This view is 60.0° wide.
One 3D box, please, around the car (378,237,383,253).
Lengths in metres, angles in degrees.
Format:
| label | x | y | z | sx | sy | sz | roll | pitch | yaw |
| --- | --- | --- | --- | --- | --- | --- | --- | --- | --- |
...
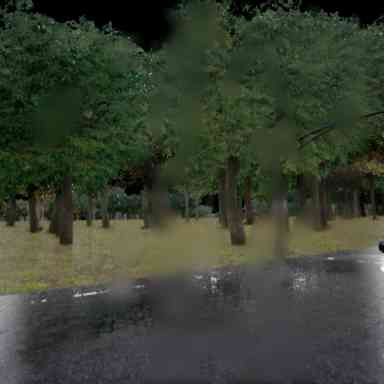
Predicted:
| label | x | y | z | sx | sy | sz | roll | pitch | yaw |
| --- | --- | --- | --- | --- | --- | --- | --- | --- | --- |
| car | 11.350 | 2.379 | 16.885 | 4.181 | 1.385 | 1.994 | 1 | -5 | -32 |
